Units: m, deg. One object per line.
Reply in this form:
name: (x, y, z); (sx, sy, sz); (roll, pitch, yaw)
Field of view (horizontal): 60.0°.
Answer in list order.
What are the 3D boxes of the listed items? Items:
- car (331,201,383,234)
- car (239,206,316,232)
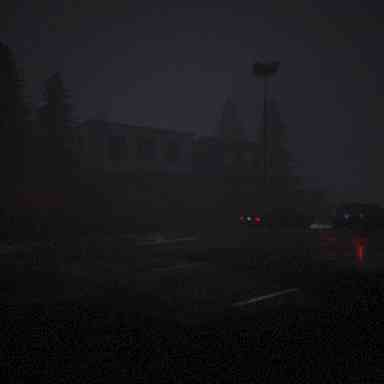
car: (10.327, 1.389, 19.714); (4.553, 1.767, 2.097); (0, 0, -36)
car: (5.298, 1.578, 20.425); (5.357, 1.411, 2.033); (0, 0, -35)
